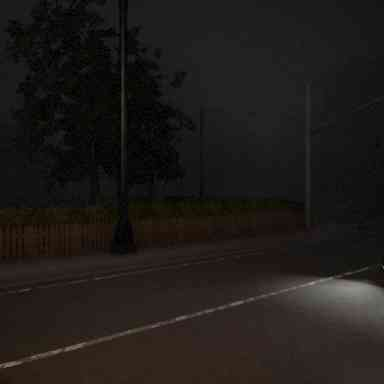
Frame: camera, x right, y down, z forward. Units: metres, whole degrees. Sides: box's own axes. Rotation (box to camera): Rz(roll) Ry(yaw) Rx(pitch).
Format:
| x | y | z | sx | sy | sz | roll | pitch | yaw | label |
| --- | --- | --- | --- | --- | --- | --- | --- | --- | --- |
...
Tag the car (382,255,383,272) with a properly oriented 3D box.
| x | y | z | sx | sy | sz | roll | pitch | yaw | label |
| --- | --- | --- | --- | --- | --- | --- | --- | --- | --- |
| 6.995 | 1.481 | 8.905 | 4.892 | 1.490 | 1.837 | 0 | 0 | -35 | car |
